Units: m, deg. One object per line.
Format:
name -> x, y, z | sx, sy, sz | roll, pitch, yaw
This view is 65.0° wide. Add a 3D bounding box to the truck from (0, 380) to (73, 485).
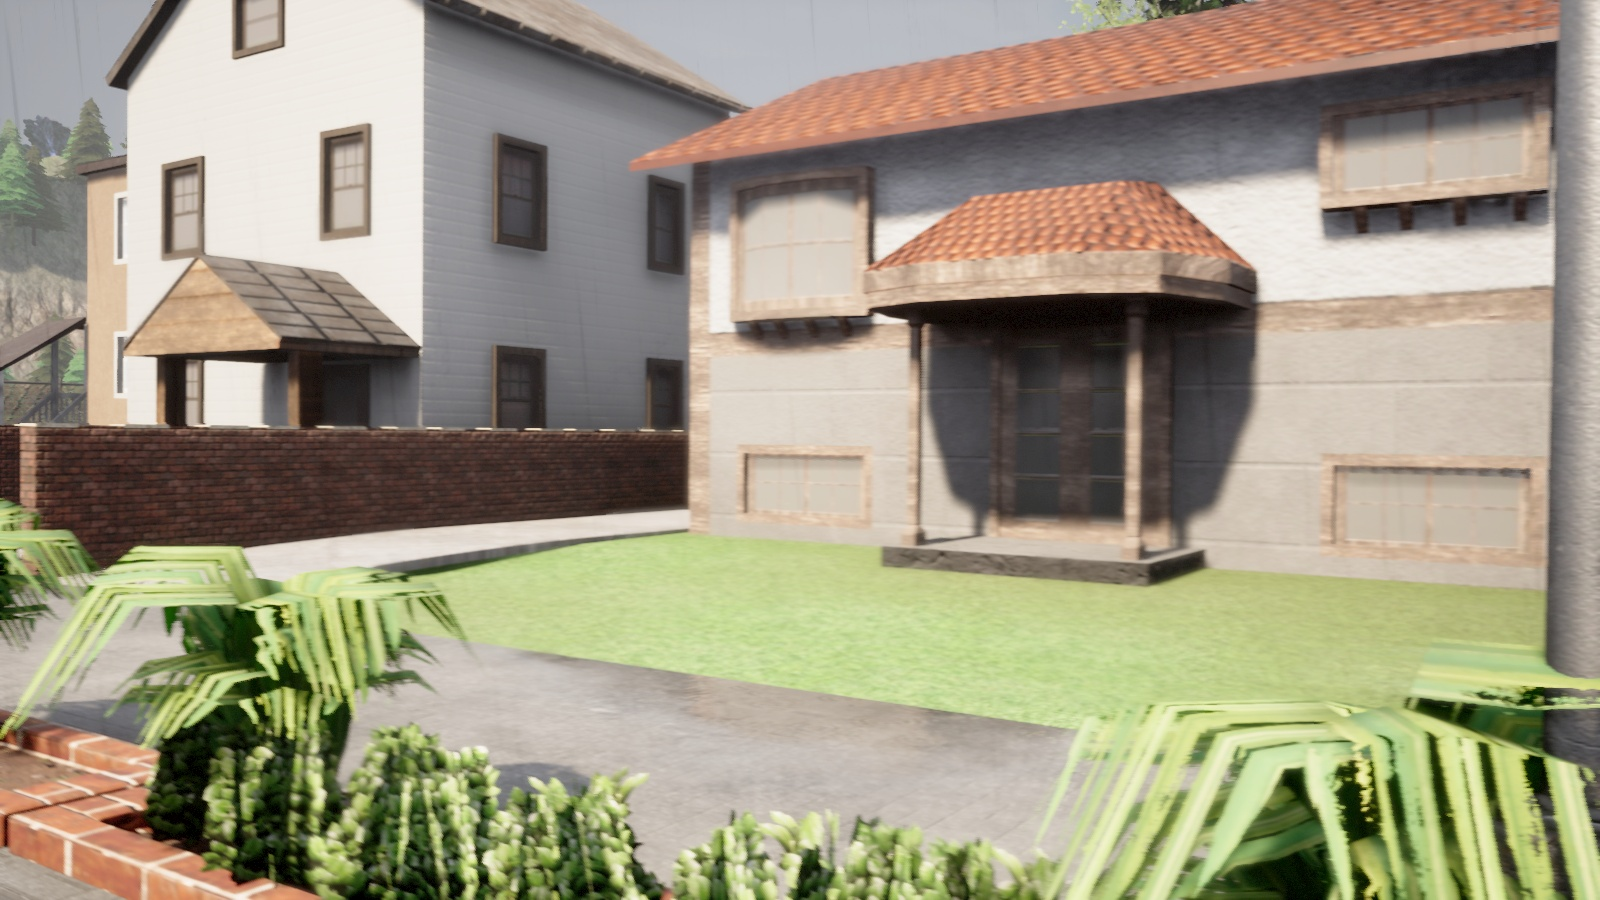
truck -> -28.607, -0.551, 41.005 | 2.891, 3.462, 7.936 | 0, 1, 34
